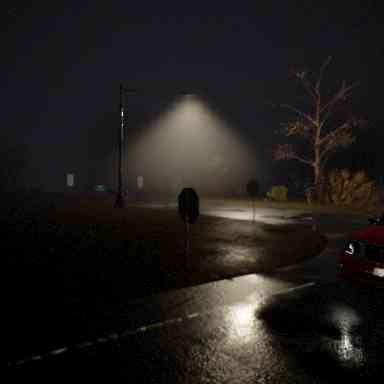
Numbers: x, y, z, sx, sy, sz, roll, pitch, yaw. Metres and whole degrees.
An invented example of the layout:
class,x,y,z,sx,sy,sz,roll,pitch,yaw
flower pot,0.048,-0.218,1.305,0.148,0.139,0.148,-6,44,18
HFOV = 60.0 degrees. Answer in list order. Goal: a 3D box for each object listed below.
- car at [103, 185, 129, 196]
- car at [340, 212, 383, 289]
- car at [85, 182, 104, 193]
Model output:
class,x,y,z,sx,sy,sz,roll,pitch,yaw
car,-11.670,-0.139,51.891,1.895,1.301,4.718,0,2,-36
car,5.939,1.127,8.098,5.566,2.045,2.150,-3,2,-36
car,-17.499,-0.840,60.006,2.150,2.045,5.566,0,2,-36
